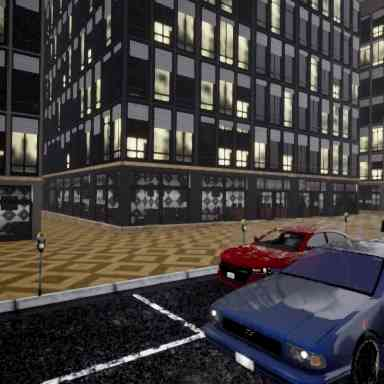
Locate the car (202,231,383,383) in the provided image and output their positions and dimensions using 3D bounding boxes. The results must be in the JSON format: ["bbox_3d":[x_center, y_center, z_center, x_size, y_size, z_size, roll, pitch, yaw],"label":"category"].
[{"bbox_3d":[2.766,1.549,5.360,5.357,1.411,2.033,0,0,-36],"label":"car"}]

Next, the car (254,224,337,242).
[{"bbox_3d":[2.665,1.547,8.454,4.507,1.381,1.887,0,1,-36],"label":"car"}]
